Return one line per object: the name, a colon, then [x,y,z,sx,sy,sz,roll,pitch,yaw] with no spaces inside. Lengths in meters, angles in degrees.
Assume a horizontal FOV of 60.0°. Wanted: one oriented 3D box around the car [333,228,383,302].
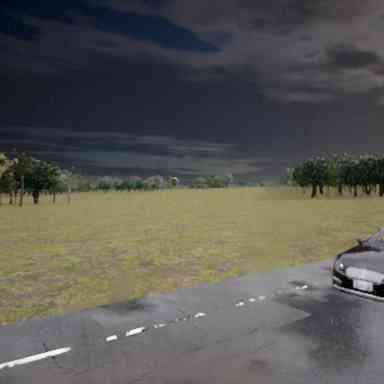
car: [5.217,1.501,7.699,4.902,1.511,2.128,0,0,-35]
